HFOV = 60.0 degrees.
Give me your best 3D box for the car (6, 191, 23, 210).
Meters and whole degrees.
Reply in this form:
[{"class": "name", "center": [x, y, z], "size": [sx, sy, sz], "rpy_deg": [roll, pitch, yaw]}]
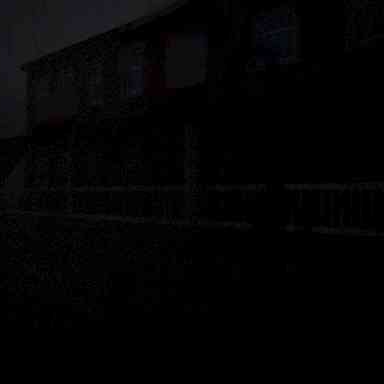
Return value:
[{"class": "car", "center": [-15.236, 0.769, 28.084], "size": [2.097, 1.767, 4.553], "rpy_deg": [0, 15, 34]}]
